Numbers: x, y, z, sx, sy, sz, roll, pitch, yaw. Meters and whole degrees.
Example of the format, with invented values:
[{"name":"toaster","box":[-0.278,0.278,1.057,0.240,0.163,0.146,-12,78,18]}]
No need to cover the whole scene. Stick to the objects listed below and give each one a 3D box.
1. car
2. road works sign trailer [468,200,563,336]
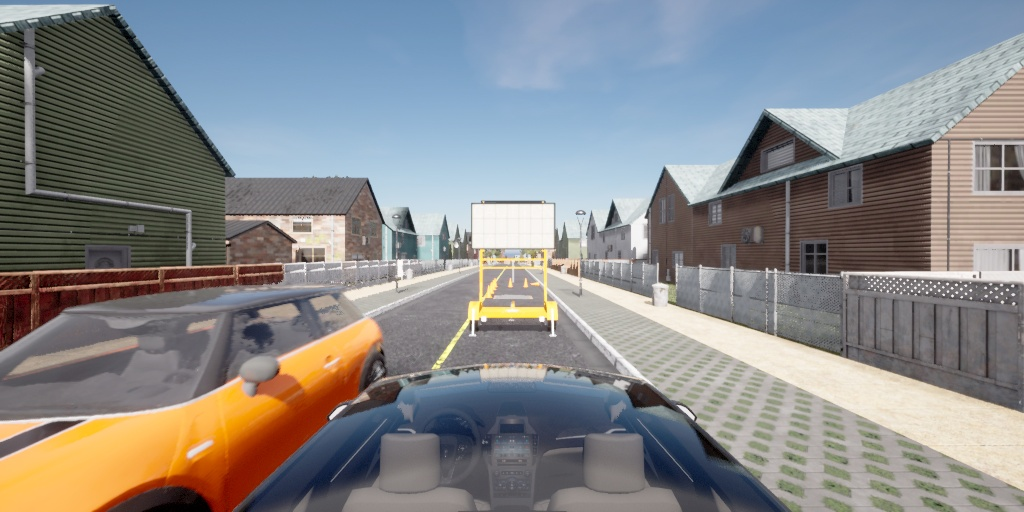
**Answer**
[{"name":"car","box":[-2.740,1.102,2.949,2.097,1.767,4.553,0,0,0]},{"name":"road works sign trailer","box":[0.035,0.215,10.338,2.380,3.560,2.880,0,0,1]}]
